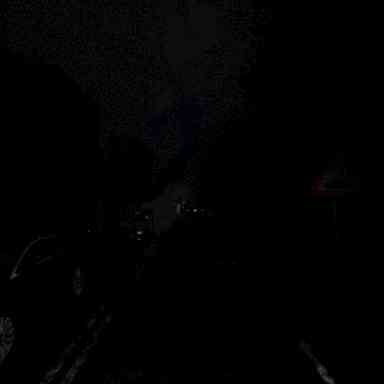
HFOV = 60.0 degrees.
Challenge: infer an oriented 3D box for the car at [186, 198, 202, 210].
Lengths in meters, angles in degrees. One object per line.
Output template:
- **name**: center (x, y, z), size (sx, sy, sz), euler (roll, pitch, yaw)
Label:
- **car**: center (0.273, 1.509, 43.084), size (2.033, 1.411, 5.357), euler (0, 0, 1)

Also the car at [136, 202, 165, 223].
- **car**: center (-3.165, 1.521, 26.029), size (1.812, 1.442, 4.674), euler (0, 0, 1)

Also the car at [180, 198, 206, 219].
- **car**: center (0.262, 1.540, 29.297), size (2.033, 1.411, 5.357), euler (0, 0, 0)

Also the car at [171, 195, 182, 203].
- **car**: center (-2.997, 1.372, 64.120), size (2.128, 1.511, 4.902), euler (0, 0, 1)

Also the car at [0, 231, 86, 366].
- **car**: center (-3.329, 1.493, 5.724), size (2.128, 1.511, 4.902), euler (0, 0, 0)
